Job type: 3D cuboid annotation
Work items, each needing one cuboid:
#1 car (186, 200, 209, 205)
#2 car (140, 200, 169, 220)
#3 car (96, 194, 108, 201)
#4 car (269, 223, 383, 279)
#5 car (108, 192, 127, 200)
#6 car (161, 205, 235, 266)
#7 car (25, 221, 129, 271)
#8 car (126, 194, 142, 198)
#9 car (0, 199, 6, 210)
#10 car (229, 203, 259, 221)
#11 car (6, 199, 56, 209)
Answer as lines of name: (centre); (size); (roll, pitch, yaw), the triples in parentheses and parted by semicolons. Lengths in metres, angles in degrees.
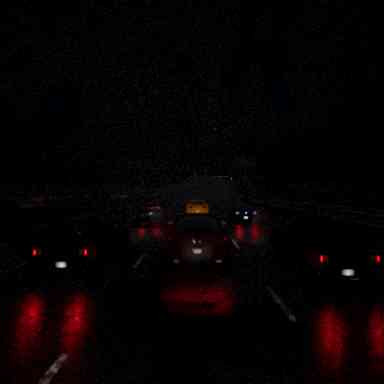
car: (0.501, 1.405, 29.060); (1.882, 1.535, 5.008); (0, 0, 1)
car: (-3.038, 1.420, 27.557); (2.128, 1.511, 4.902); (0, 0, 1)
car: (-18.834, 1.230, 70.720); (1.837, 1.490, 4.892); (0, 1, 3)
car: (3.659, 1.576, 9.956); (1.895, 1.301, 4.718); (0, 0, 1)
car: (-15.343, 0.961, 70.463); (2.150, 2.045, 5.566); (0, 1, 3)
car: (0.180, 1.448, 11.480); (1.882, 1.535, 5.008); (0, 0, 1)
car: (-3.333, 1.571, 10.764); (1.895, 1.301, 4.718); (0, 0, 1)
car: (-11.848, 1.241, 70.271); (1.837, 1.490, 4.892); (0, 1, 3)
car: (-17.192, 1.392, 29.322); (1.882, 1.535, 5.008); (0, 0, 2)
car: (3.925, 1.538, 26.058); (1.895, 1.301, 4.718); (0, 0, 1)
car: (-13.694, 1.395, 29.177); (1.882, 1.535, 5.008); (0, 0, 2)
